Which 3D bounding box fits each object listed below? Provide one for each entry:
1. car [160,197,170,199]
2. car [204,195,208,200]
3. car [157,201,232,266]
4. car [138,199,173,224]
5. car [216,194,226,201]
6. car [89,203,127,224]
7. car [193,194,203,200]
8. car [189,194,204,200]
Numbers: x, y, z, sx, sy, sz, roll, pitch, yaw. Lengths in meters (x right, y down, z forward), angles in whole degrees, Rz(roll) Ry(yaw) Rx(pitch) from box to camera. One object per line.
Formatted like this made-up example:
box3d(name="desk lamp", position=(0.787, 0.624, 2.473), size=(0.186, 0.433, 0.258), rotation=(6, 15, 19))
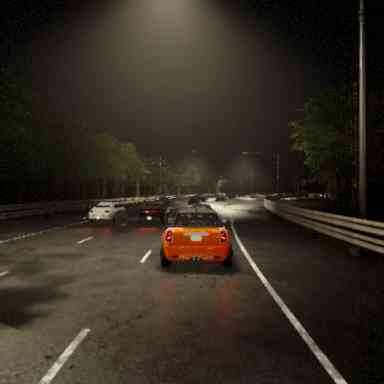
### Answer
box3d(name="car", position=(-4.106, 1.524, 51.143), size=(2.033, 1.411, 5.357), rotation=(1, 0, 7))
box3d(name="car", position=(2.147, 1.295, 70.393), size=(2.097, 1.767, 4.553), rotation=(0, 0, 9))
box3d(name="car", position=(0.180, 1.353, 11.683), size=(2.097, 1.767, 4.553), rotation=(0, 0, 2))
box3d(name="car", position=(-2.704, 1.500, 24.673), size=(1.837, 1.490, 4.892), rotation=(0, 0, 3))
box3d(name="car", position=(6.761, 1.286, 76.709), size=(2.097, 1.767, 4.553), rotation=(0, 0, 10))
box3d(name="car", position=(-6.222, 1.510, 24.879), size=(1.812, 1.442, 4.674), rotation=(0, 0, 3))
box3d(name="car", position=(1.686, 1.394, 87.590), size=(1.837, 1.490, 4.892), rotation=(0, 0, 11))
box3d(name="car", position=(0.507, 1.505, 58.556), size=(1.812, 1.442, 4.674), rotation=(0, 0, 8))
